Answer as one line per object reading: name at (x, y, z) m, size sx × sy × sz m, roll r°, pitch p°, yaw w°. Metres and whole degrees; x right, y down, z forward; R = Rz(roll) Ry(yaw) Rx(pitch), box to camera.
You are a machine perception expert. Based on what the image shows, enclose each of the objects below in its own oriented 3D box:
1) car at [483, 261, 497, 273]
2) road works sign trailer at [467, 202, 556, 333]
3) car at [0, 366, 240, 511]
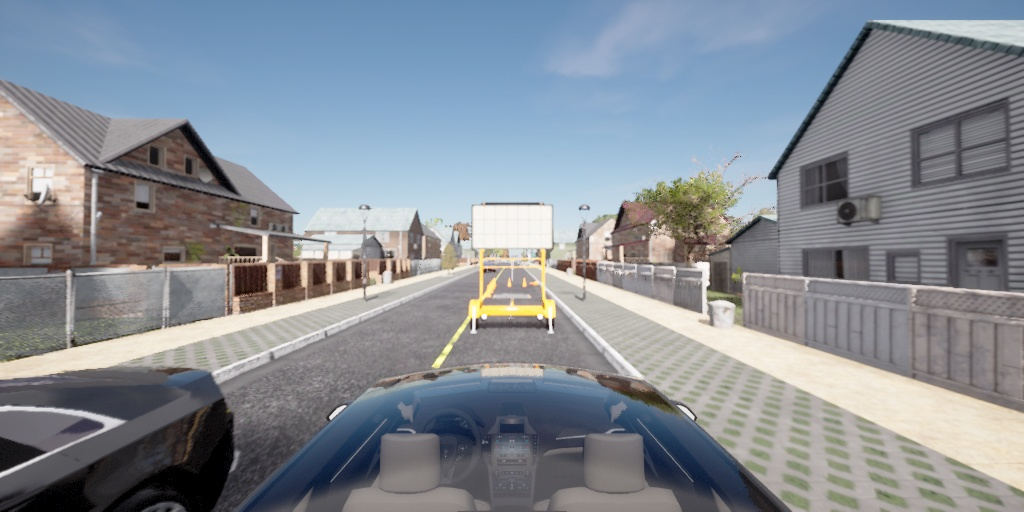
car at (-2.847, 1.318, 43.975) m, size 2.033 × 1.411 × 5.357 m, roll 0°, pitch 0°, yaw 0°
road works sign trailer at (0.012, 0.207, 10.679) m, size 2.380 × 3.560 × 2.880 m, roll 0°, pitch 0°, yaw 0°
car at (-2.850, 1.243, 0.476) m, size 2.128 × 1.511 × 4.902 m, roll 0°, pitch 0°, yaw 0°
